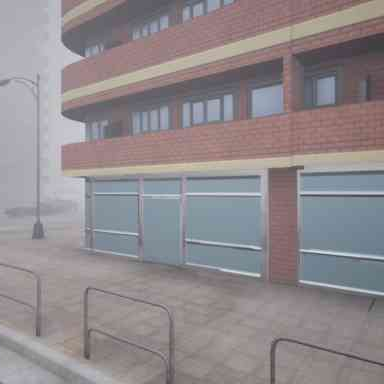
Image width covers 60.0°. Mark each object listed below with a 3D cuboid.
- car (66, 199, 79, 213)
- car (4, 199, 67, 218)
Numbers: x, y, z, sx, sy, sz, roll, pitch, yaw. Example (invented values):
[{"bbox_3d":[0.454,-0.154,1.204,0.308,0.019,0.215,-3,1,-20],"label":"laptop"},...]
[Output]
[{"bbox_3d":[-14.419,1.505,35.459,1.837,1.490,4.892,0,0,36],"label":"car"},{"bbox_3d":[-14.135,1.601,29.923,1.895,1.301,4.718,0,0,36],"label":"car"}]
